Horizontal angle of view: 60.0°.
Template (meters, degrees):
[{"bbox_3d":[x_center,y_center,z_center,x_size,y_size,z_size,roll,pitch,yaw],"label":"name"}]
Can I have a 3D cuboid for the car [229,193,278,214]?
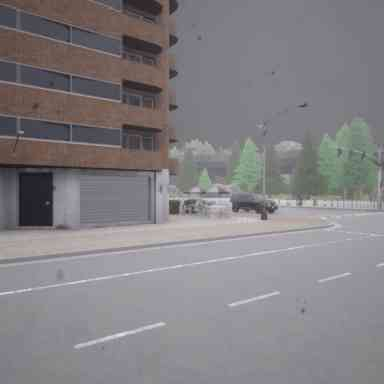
[{"bbox_3d":[6.328,1.166,35.031,2.150,2.045,5.566,0,0,-38],"label":"car"}]

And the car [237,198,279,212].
[{"bbox_3d":[7.638,1.449,39.147,1.837,1.490,4.892,0,0,-37],"label":"car"}]

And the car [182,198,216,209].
[{"bbox_3d":[0.640,1.508,42.566,1.994,1.385,4.181,0,0,-39],"label":"car"}]

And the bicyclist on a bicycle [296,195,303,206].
[{"bbox_3d":[15.345,1.245,47.341,1.656,1.620,0.582,0,0,-36],"label":"bicyclist on a bicycle"}]

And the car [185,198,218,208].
[{"bbox_3d":[1.333,1.545,47.326,1.895,1.301,4.718,0,0,-42],"label":"car"}]
